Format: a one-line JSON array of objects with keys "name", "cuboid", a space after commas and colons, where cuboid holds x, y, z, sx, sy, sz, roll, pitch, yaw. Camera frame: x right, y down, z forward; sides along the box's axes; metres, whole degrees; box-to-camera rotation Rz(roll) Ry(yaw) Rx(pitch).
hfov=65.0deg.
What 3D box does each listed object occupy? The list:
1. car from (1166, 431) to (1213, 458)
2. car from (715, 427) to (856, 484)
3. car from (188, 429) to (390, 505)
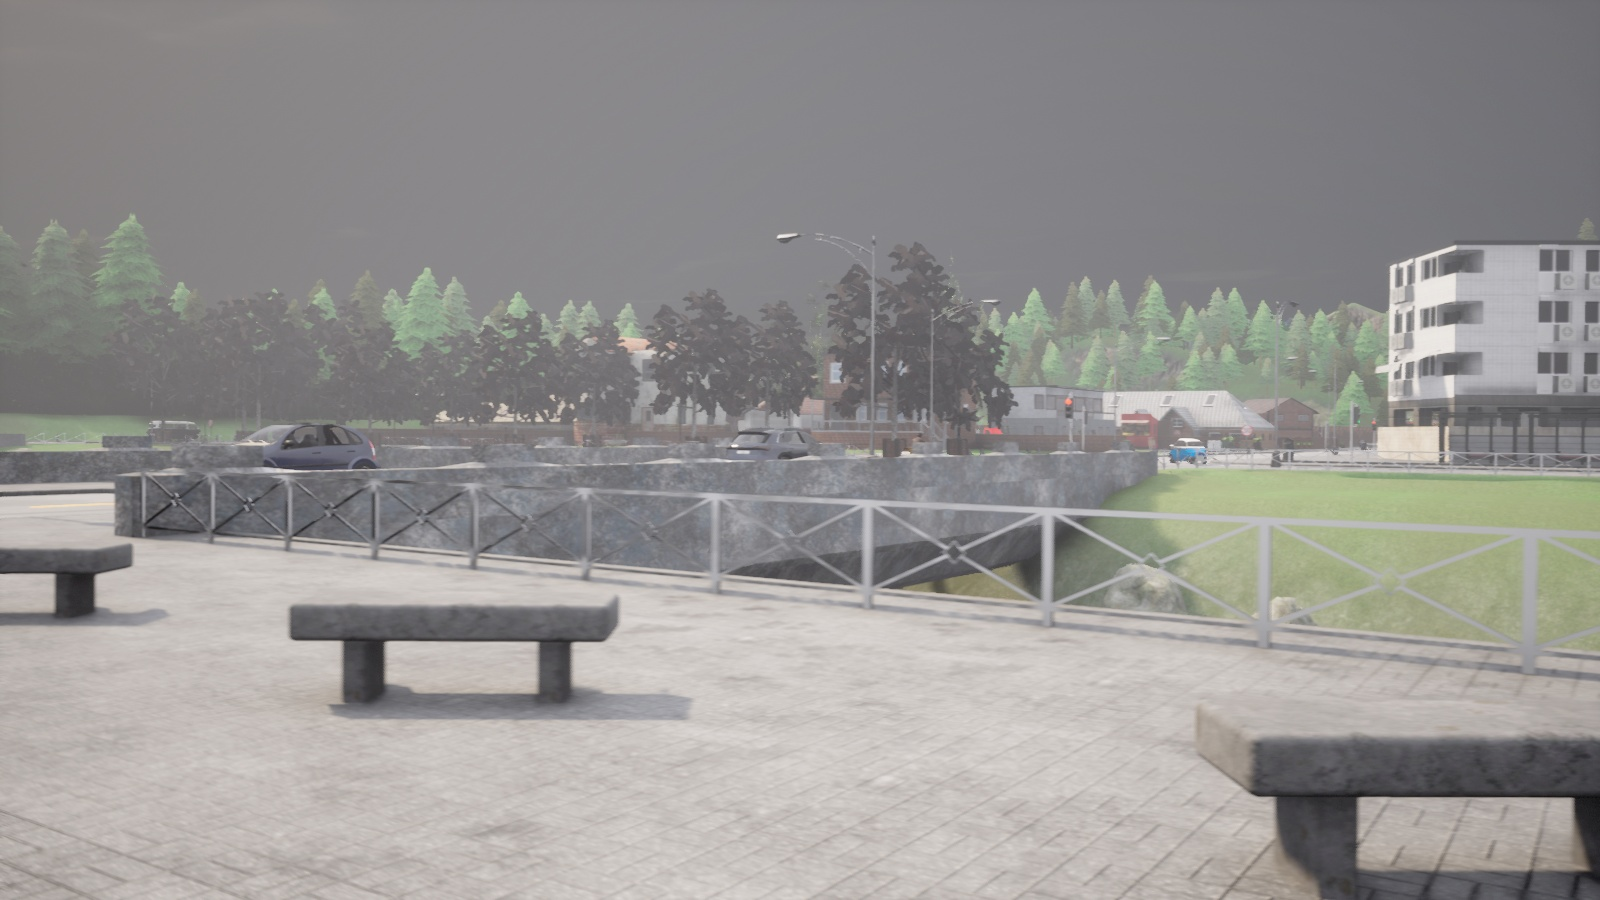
[{"name": "car", "cuboid": [20.892, -0.322, 67.351, 1.481, 1.376, 2.207, -2, 1, -13]}, {"name": "car", "cuboid": [-0.375, 0.129, 39.269, 2.033, 1.649, 4.856, 0, 1, 34]}, {"name": "car", "cuboid": [-11.813, 0.337, 29.272, 1.851, 1.617, 3.988, 0, 1, 34]}]
